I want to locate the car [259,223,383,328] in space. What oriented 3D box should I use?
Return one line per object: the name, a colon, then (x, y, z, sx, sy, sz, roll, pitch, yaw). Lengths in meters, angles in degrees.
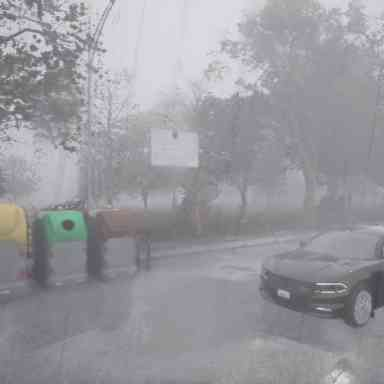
car: (3.603, 1.483, 7.183, 5.008, 1.535, 1.882, 0, 0, -36)
